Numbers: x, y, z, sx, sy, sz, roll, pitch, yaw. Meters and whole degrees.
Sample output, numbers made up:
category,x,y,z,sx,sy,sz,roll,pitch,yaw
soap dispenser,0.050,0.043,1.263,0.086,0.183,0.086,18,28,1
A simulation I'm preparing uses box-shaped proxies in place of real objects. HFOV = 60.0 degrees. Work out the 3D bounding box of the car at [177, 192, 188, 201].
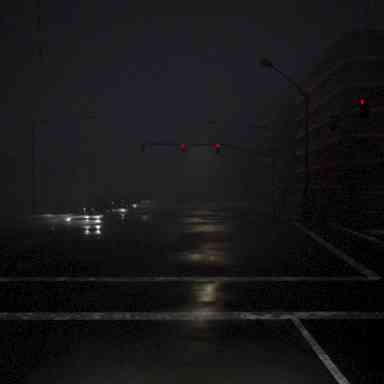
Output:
category,x,y,z,sx,sy,sz,roll,pitch,yaw
car,-1.921,0.917,65.246,2.033,1.411,5.357,0,1,1

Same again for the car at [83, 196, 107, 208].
category,x,y,z,sx,sy,sz,roll,pitch,yaw
car,-12.887,1.302,44.426,1.994,1.385,4.181,0,1,0

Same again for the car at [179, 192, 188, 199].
category,x,y,z,sx,sy,sz,roll,pitch,yaw
car,-1.882,0.742,75.897,2.033,1.411,5.357,0,1,1

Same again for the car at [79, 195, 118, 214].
category,x,y,z,sx,sy,sz,roll,pitch,yaw
car,-9.512,1.369,34.369,2.128,1.511,4.902,0,1,1

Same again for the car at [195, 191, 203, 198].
category,x,y,z,sx,sy,sz,roll,pitch,yaw
car,1.616,0.609,75.807,1.837,1.490,4.892,0,1,1

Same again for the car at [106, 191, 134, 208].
category,x,y,z,sx,sy,sz,roll,pitch,yaw
car,-9.394,1.106,43.410,2.097,1.767,4.553,0,1,1

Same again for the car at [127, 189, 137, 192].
category,x,y,z,sx,sy,sz,roll,pitch,yaw
car,-12.478,0.504,68.450,2.150,2.045,5.566,0,1,1

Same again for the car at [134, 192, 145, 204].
category,x,y,z,sx,sy,sz,roll,pitch,yaw
car,-9.270,1.132,53.055,2.033,1.411,5.357,0,1,1

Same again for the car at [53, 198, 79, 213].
category,x,y,z,sx,sy,sz,roll,pitch,yaw
car,-13.000,1.346,35.436,1.882,1.535,5.008,0,1,1

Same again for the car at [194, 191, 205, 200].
category,x,y,z,sx,sy,sz,roll,pitch,yaw
car,1.489,0.711,65.761,2.097,1.767,4.553,0,1,1

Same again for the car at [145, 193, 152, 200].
category,x,y,z,sx,sy,sz,roll,pitch,yaw
car,-9.028,0.900,66.267,2.033,1.411,5.357,0,1,1
